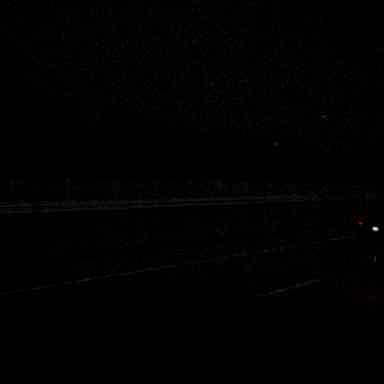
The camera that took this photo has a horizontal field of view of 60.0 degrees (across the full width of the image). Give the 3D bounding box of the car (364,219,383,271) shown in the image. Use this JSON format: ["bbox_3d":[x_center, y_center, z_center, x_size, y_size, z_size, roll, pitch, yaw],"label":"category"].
[{"bbox_3d":[6.980,1.446,8.714,5.357,1.411,2.033,-1,0,-35],"label":"car"}]

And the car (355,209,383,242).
[{"bbox_3d":[8.917,1.415,14.345,4.181,1.385,1.994,-1,0,-35],"label":"car"}]

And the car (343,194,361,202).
[{"bbox_3d":[22.699,1.065,45.727,4.892,1.490,1.837,-1,1,-35],"label":"car"}]

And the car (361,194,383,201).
[{"bbox_3d":[23.968,1.171,42.345,4.718,1.301,1.895,-1,0,-35],"label":"car"}]
